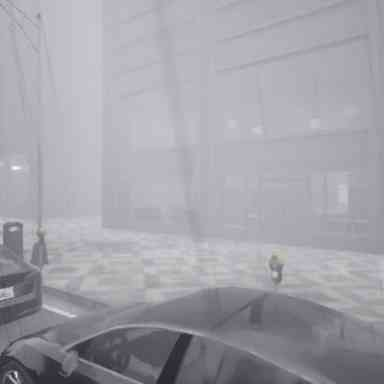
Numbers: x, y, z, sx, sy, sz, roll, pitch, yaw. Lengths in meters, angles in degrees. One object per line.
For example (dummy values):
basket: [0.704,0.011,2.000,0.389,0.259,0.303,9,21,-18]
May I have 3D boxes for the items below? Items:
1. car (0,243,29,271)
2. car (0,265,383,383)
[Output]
car: [-4.521,1.570,6.191,4.313,1.339,1.947,0,0,35]
car: [0.068,1.567,2.918,4.313,1.339,1.947,0,0,35]
